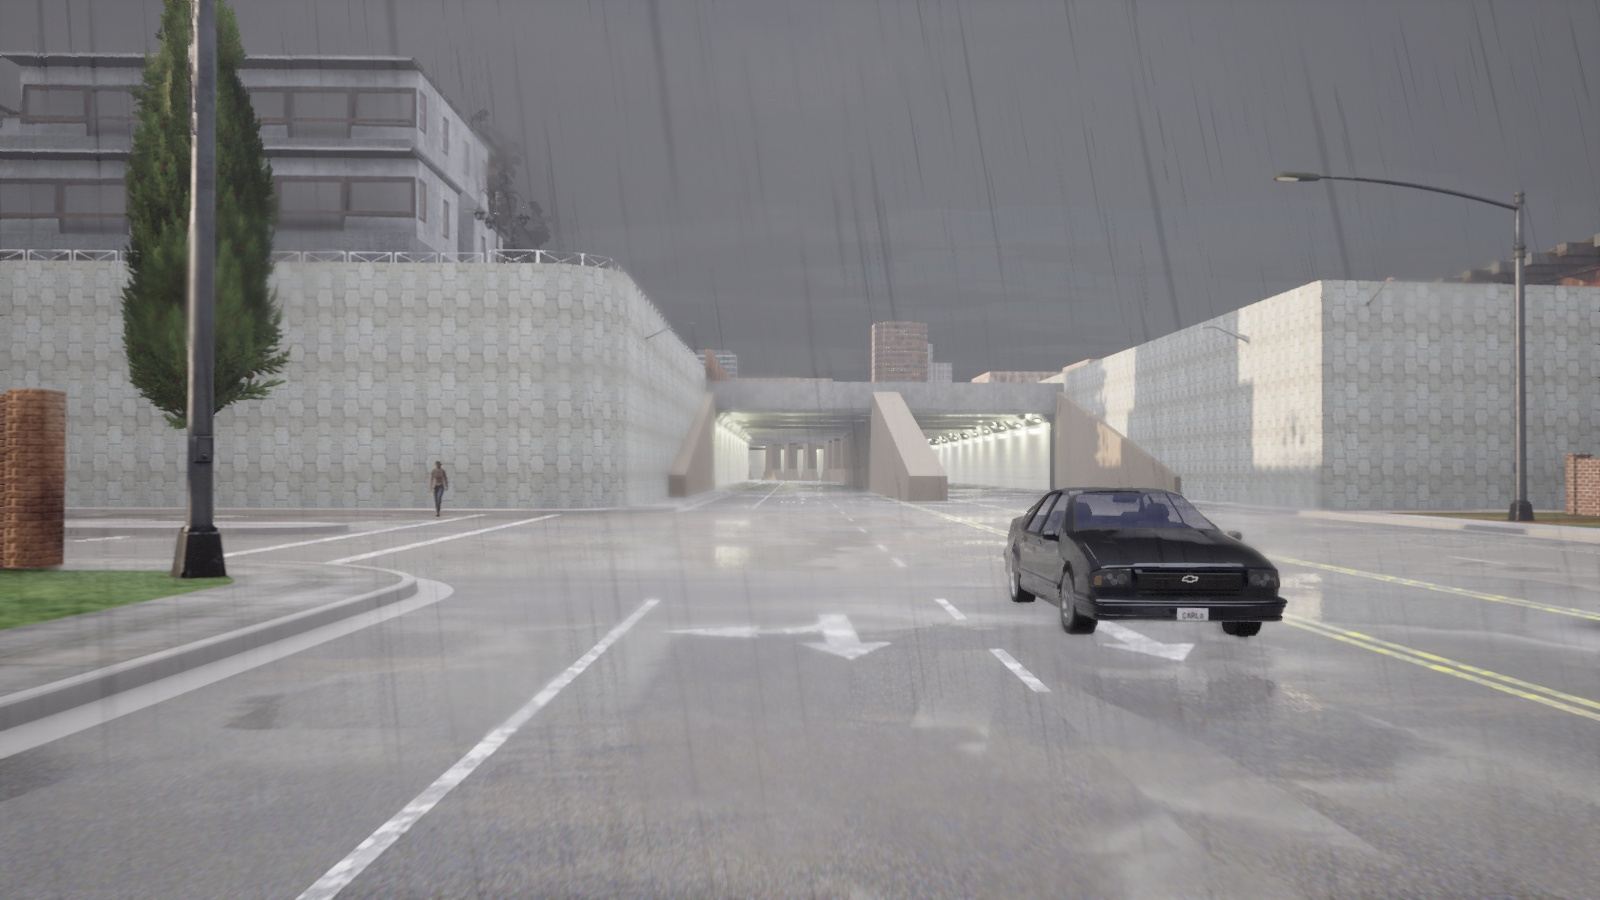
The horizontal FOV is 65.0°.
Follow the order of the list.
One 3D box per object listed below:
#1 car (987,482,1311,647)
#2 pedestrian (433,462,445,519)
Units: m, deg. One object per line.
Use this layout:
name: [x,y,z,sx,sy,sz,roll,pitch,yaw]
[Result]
car: [3.466,1.076,13.719,2.033,1.411,5.357,0,-1,0]
pedestrian: [-11.528,1.277,40.115,0.328,1.805,0.869,0,-1,-12]
